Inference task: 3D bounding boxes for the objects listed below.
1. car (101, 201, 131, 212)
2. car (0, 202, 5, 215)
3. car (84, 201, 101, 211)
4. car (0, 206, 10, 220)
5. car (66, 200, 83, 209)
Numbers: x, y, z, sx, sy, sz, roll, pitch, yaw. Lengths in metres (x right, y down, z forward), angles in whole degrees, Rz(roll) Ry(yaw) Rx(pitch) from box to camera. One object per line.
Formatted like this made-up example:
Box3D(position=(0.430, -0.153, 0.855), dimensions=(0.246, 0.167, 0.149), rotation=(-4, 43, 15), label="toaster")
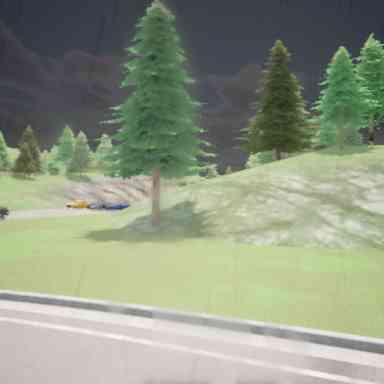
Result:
Box3D(position=(-11.180, 2.156, 50.396), dimensions=(1.882, 1.535, 5.008), rotation=(0, -1, 19), label="car")
Box3D(position=(-23.314, 1.869, 36.688), dimensions=(1.812, 1.442, 4.674), rotation=(0, -1, 19), label="car")
Box3D(position=(-14.157, 2.173, 52.478), dimensions=(2.128, 1.511, 4.902), rotation=(0, -1, 19), label="car")
Box3D(position=(-18.505, 1.767, 29.168), dimensions=(2.128, 1.511, 4.902), rotation=(0, -1, 19), label="car")
Box3D(position=(-19.741, 2.185, 57.687), dimensions=(1.882, 1.535, 5.008), rotation=(0, -1, 19), label="car")
